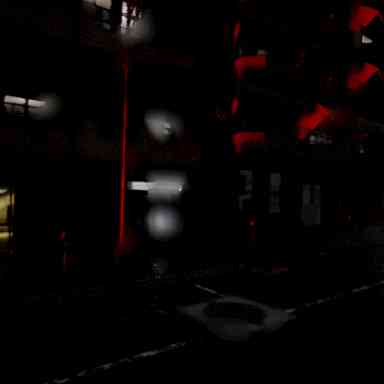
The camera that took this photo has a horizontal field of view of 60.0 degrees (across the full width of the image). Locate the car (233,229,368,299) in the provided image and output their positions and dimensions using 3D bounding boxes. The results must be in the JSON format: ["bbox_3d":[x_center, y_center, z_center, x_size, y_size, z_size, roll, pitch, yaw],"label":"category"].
[{"bbox_3d":[2.964,1.660,8.656,4.206,1.307,1.802,1,1,-35],"label":"car"}]
